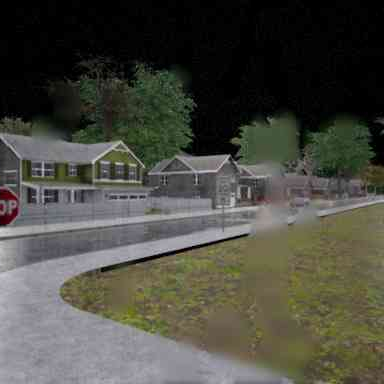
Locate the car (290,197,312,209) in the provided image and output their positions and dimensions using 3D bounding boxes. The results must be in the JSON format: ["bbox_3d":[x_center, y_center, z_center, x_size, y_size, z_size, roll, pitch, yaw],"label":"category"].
[{"bbox_3d":[15.115,1.465,46.075,1.837,1.490,4.892,0,0,35],"label":"car"}]
